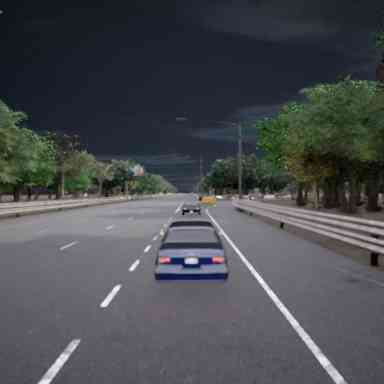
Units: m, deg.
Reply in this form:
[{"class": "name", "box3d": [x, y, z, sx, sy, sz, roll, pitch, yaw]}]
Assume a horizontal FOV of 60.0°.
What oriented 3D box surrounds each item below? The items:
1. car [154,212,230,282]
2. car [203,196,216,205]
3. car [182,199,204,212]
[{"class": "car", "box3d": [-0.018, 1.553, 9.749, 2.033, 1.411, 5.357, 0, 0, 0]}, {"class": "car", "box3d": [2.996, 1.506, 58.685, 1.882, 1.535, 5.008, -1, 0, 15]}, {"class": "car", "box3d": [-0.057, 1.619, 34.493, 1.895, 1.301, 4.718, 0, 0, 0]}]
